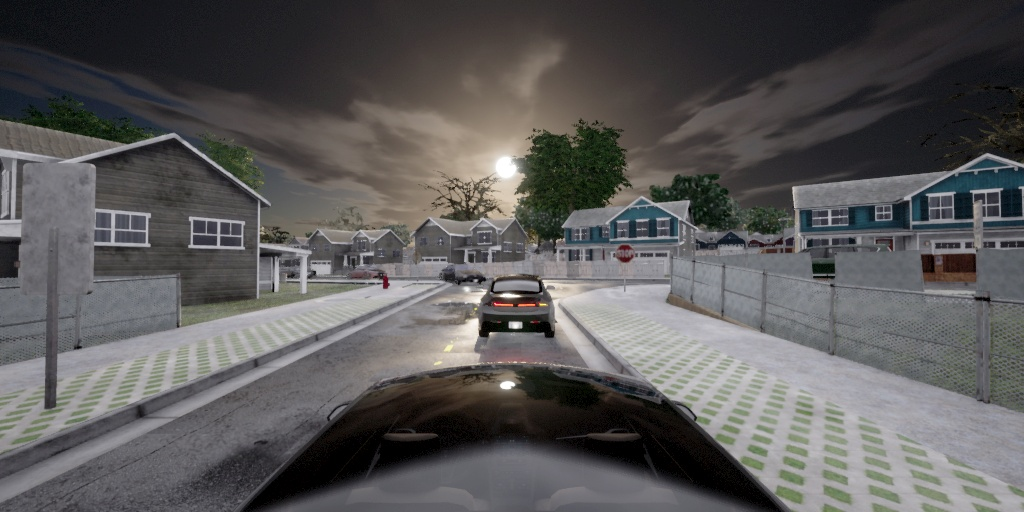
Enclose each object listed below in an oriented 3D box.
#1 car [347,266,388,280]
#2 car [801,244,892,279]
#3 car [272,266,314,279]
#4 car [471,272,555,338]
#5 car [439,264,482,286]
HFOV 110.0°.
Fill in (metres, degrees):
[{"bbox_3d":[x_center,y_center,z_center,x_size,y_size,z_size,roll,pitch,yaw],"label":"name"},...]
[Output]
[{"bbox_3d":[-14.037,1.676,34.892,4.181,1.385,1.994,-2,-2,31],"label":"car"},{"bbox_3d":[15.927,0.484,18.450,5.566,2.045,2.150,-2,-2,36],"label":"car"},{"bbox_3d":[-24.935,1.951,41.324,4.902,1.511,2.128,-2,-2,30],"label":"car"},{"bbox_3d":[0.170,1.258,10.228,1.837,1.490,4.892,0,0,2],"label":"car"},{"bbox_3d":[-3.717,1.300,26.157,2.033,1.411,5.357,-1,0,-30],"label":"car"}]
